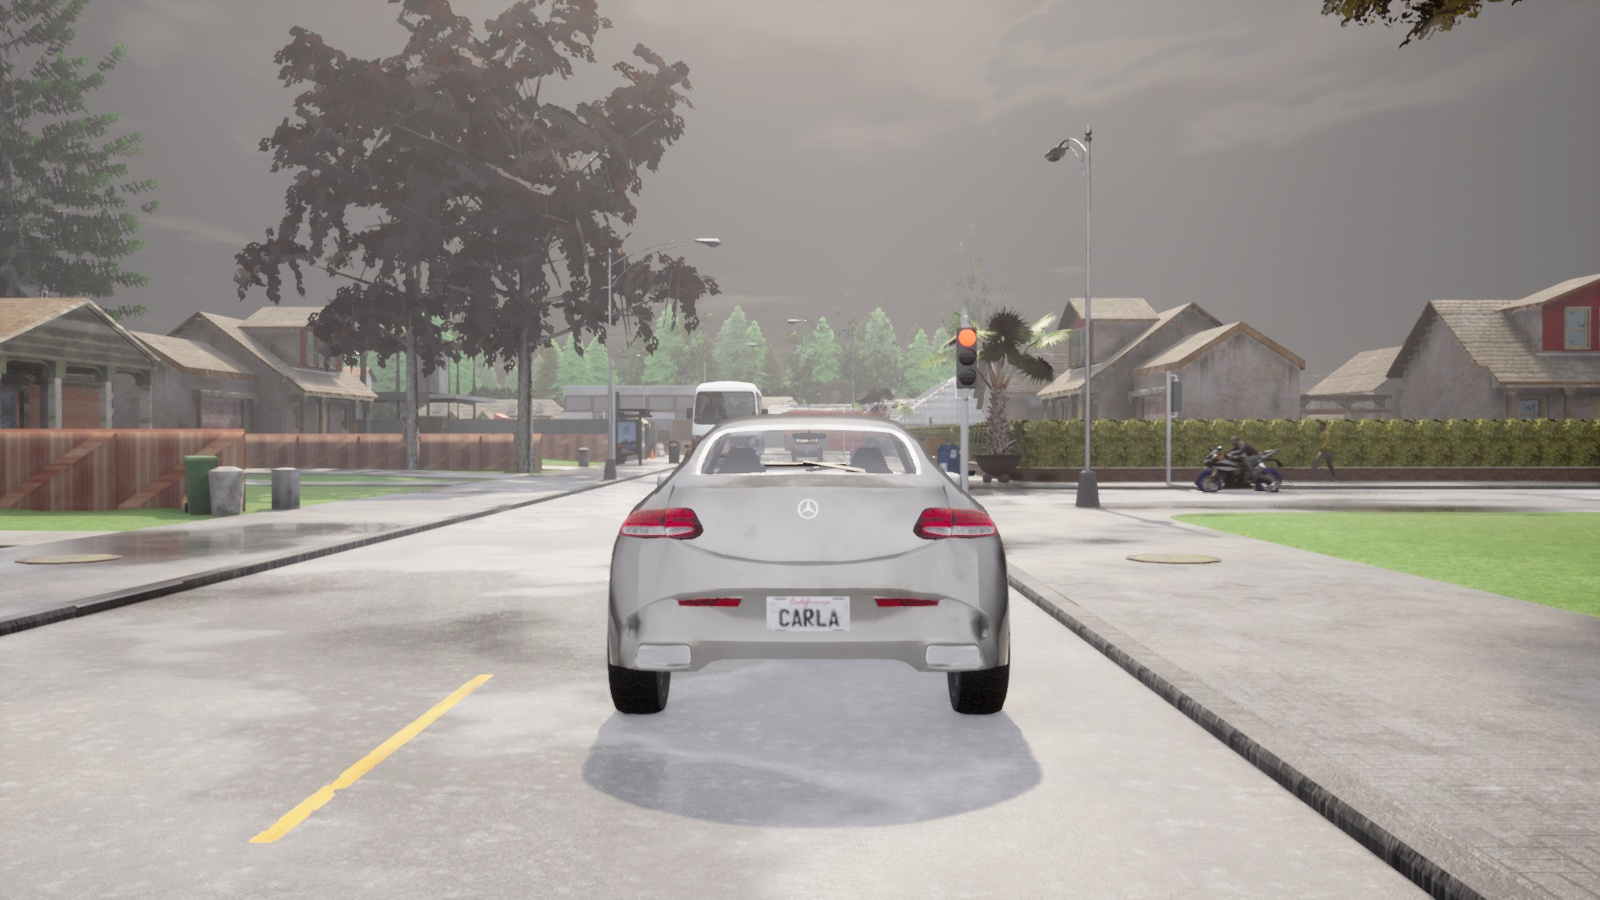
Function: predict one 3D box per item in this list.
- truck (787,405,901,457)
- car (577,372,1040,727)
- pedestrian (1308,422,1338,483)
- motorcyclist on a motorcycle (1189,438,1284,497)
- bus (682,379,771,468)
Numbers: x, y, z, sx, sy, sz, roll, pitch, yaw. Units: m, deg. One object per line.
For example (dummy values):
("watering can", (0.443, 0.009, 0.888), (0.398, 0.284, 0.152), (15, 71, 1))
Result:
("truck", (3.287, -1.423, 94.590), (8.468, 3.827, 2.891), (0, 1, 0))
("car", (0.062, 0.435, 8.351), (2.152, 1.651, 5.027), (0, 1, 1))
("pedestrian", (15.811, 0.063, 37.993), (0.709, 1.840, 0.431), (0, 1, -4))
("motorcyclist on a motorcycle", (11.416, 0.439, 32.912), (2.191, 1.530, 0.866), (0, 1, 0))
("bus", (-3.622, -1.327, 65.171), (3.944, 4.253, 10.273), (0, 1, 0))
